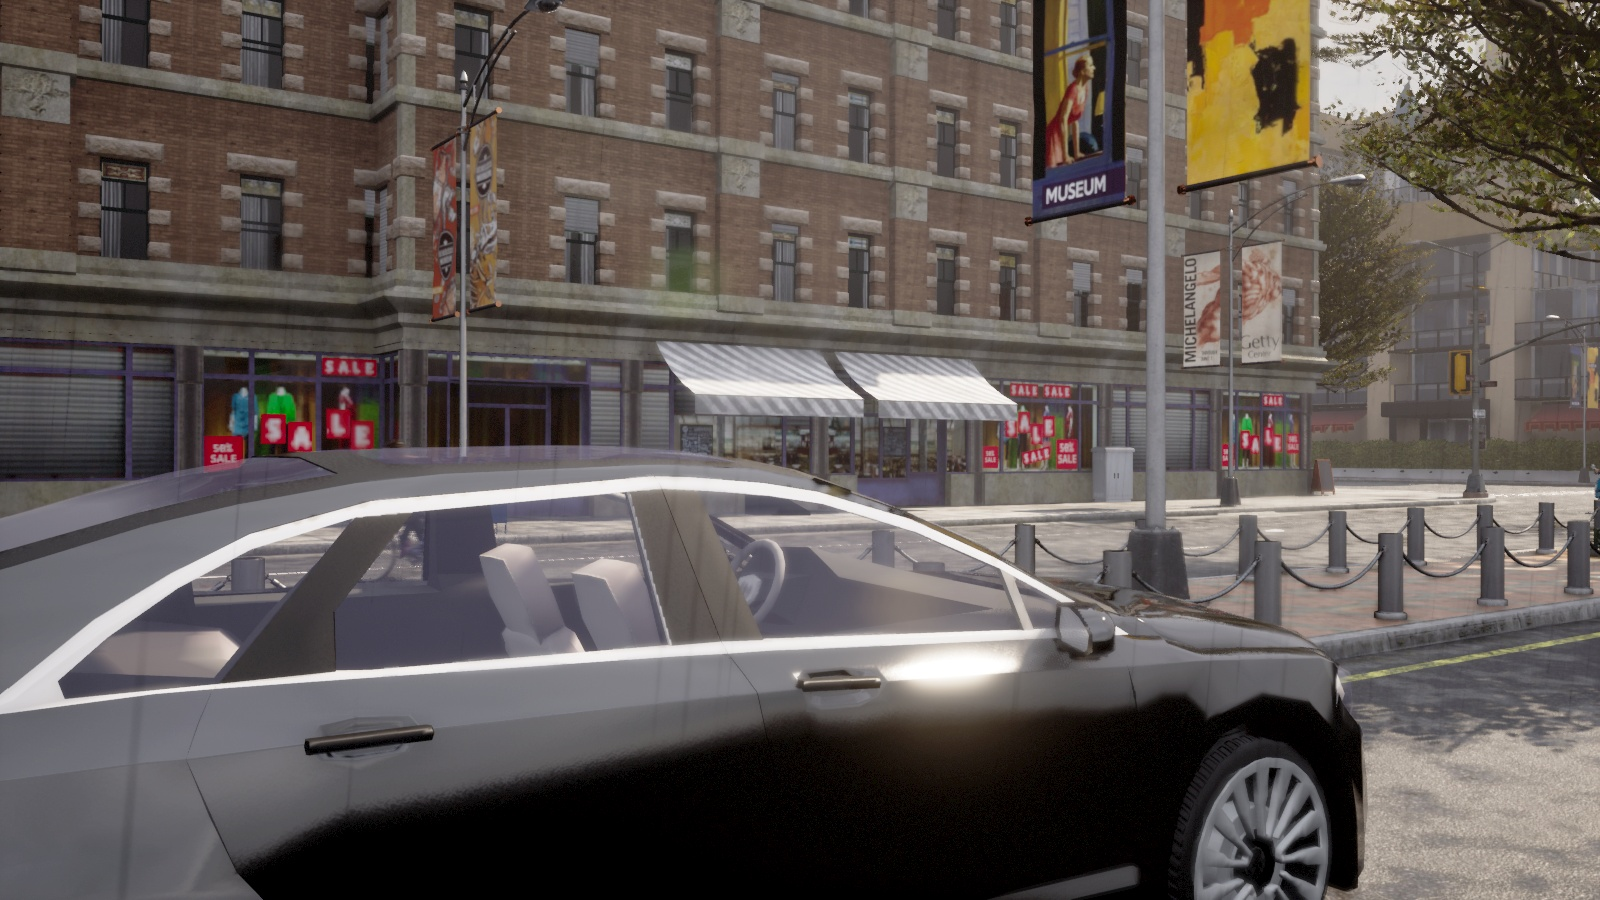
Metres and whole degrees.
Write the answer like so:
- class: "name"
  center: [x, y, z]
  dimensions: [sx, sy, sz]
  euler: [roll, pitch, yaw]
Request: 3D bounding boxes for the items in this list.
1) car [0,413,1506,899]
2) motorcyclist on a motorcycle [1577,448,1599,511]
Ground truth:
- class: "car"
  center: [-0.444, 0.710, 3.351]
  dimensions: [4.902, 1.511, 2.128]
  euler: [0, 0, -35]
- class: "motorcyclist on a motorcycle"
  center: [20.756, 0.733, 32.090]
  dimensions: [1.817, 1.590, 0.866]
  euler: [0, 0, -34]
